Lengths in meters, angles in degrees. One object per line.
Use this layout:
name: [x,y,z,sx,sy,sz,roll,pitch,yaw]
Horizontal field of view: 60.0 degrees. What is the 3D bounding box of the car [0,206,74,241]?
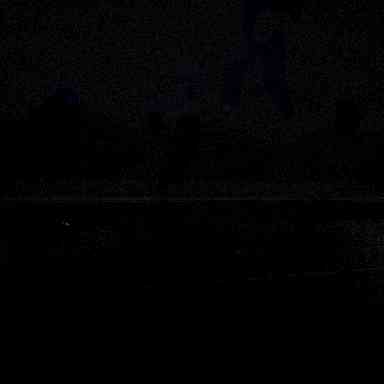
car: [-7.701,1.367,14.704,4.674,1.442,1.812,0,0,-18]
